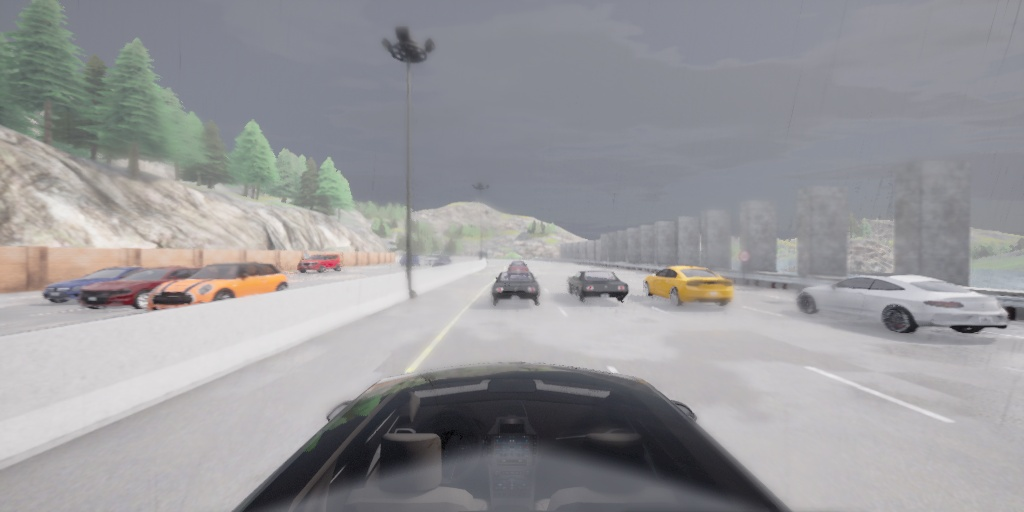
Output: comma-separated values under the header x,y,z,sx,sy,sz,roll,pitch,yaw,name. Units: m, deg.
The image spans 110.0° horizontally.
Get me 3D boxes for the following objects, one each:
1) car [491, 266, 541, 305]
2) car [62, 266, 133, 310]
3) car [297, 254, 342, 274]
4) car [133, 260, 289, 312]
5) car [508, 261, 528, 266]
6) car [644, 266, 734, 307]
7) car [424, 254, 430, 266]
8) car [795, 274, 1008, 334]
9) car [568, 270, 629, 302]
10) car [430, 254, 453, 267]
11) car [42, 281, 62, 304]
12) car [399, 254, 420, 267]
x,y,z,sx,sy,sz,roll,pitch,yaw,name
0.190,1.280,15.645,1.895,1.301,4.718,0,0,1,car
-14.025,1.162,14.509,1.882,1.535,5.008,0,0,1,car
-20.500,0.786,38.512,2.150,2.045,5.566,0,0,1,car
-10.528,1.042,13.316,2.097,1.767,4.553,0,0,1,car
0.592,1.149,34.222,1.994,1.385,4.181,0,0,1,car
7.190,1.159,15.177,1.882,1.535,5.008,0,1,1,car
-13.443,0.667,61.409,2.150,2.045,5.566,0,0,0,car
10.630,1.232,10.335,1.812,1.442,4.674,0,0,0,car
3.707,1.277,16.306,1.895,1.301,4.718,0,0,1,car
-9.894,0.848,51.551,2.097,1.767,4.553,0,0,0,car
-17.498,1.202,16.085,1.812,1.442,4.674,0,0,1,car
-16.934,0.677,59.608,2.150,2.045,5.566,0,0,0,car
